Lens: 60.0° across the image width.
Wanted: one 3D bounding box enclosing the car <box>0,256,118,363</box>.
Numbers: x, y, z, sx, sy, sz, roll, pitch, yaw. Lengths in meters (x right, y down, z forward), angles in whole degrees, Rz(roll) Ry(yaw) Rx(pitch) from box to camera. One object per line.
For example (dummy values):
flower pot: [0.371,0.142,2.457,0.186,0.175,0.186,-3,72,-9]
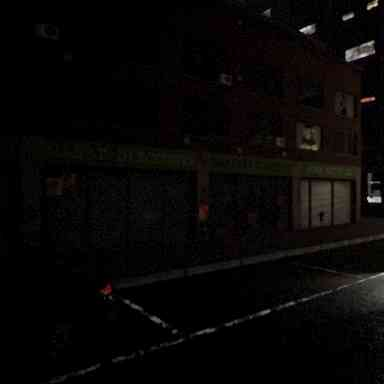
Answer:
car: [-3.079,1.582,4.351,4.206,1.307,1.802,-1,1,-36]
